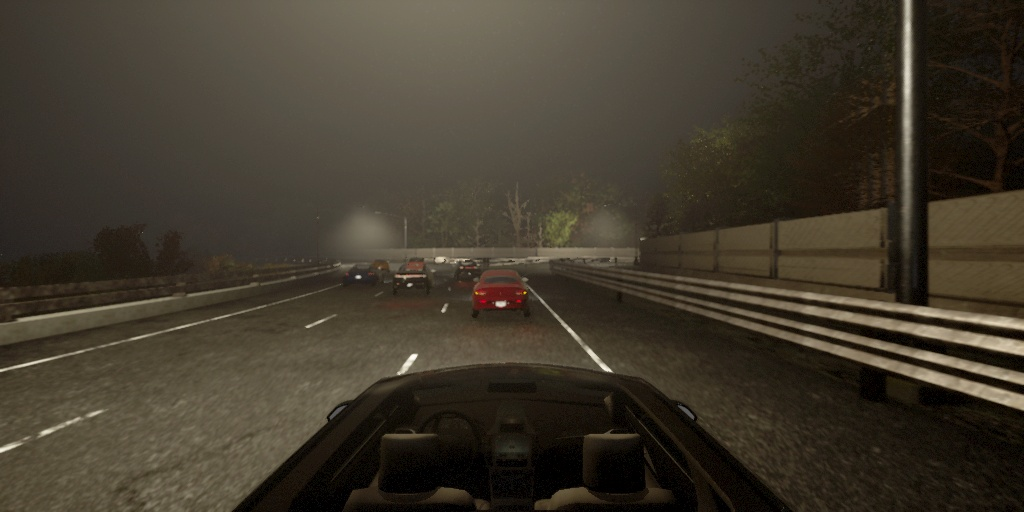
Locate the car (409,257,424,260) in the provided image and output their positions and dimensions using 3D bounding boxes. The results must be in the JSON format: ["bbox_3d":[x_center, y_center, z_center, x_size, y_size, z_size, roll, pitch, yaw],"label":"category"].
[{"bbox_3d":[-10.144,0.915,37.798,2.097,1.767,4.553,0,0,-19],"label":"car"}]

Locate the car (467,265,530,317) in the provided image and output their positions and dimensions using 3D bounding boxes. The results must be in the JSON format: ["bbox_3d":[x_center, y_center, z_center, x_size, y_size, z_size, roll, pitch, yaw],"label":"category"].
[{"bbox_3d":[-0.399,1.211,12.722,1.812,1.442,4.674,0,0,-2],"label":"car"}]

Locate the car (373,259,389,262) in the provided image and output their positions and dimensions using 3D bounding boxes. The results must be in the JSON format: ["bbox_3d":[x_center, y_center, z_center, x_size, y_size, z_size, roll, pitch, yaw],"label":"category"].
[{"bbox_3d":[-15.187,1.035,41.215,1.882,1.535,5.008,0,0,-22],"label":"car"}]

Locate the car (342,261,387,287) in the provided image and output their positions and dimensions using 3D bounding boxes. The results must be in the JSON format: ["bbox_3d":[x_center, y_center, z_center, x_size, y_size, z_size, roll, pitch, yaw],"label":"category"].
[{"bbox_3d":[-9.577,1.212,23.357,1.994,1.385,4.181,0,0,-12],"label":"car"}]

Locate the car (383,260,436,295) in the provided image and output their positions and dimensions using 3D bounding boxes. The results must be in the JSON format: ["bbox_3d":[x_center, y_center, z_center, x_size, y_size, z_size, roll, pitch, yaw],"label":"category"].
[{"bbox_3d":[-5.191,1.151,19.186,2.128,1.511,4.902,0,0,-10],"label":"car"}]

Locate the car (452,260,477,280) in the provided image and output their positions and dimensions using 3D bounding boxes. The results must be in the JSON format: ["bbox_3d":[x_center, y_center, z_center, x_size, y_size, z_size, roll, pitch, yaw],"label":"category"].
[{"bbox_3d":[-3.734,1.089,28.947,2.128,1.511,4.902,0,0,-14],"label":"car"}]
